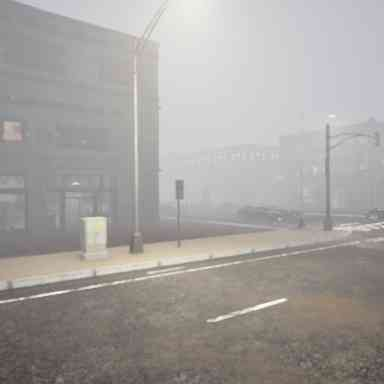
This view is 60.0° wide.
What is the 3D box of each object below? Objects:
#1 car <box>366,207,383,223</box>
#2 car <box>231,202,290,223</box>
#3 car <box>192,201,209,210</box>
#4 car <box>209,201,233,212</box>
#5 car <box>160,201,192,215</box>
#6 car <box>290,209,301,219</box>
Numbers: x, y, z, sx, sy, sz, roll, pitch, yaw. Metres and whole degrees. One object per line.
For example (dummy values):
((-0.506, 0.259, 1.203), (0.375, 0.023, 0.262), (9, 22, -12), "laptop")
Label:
((15.225, 1.549, 24.400), (2.128, 1.511, 4.902), (0, -1, -25), "car")
((5.709, 1.815, 28.154), (1.947, 1.339, 4.313), (-1, 0, -35), "car")
((1.383, 1.967, 48.901), (1.802, 1.307, 4.206), (-1, 0, -35), "car")
((4.591, 1.904, 44.391), (1.802, 1.307, 4.206), (-2, 0, -35), "car")
((-2.240, 1.846, 39.531), (1.967, 1.590, 4.097), (-1, 0, -35), "car")
((7.547, 1.830, 30.263), (1.895, 1.301, 4.718), (-1, 0, -35), "car")
